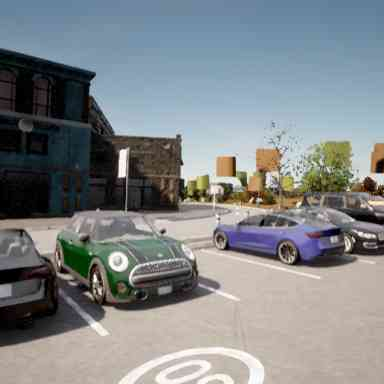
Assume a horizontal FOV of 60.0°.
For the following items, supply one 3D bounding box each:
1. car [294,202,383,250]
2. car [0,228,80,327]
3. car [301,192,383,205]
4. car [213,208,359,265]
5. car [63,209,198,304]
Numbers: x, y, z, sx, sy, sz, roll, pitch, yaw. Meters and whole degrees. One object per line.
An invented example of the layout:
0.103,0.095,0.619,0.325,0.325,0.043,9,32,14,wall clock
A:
5.004,1.345,13.022,2.231,1.521,4.892,-1,1,-35,car
-4.086,1.450,6.567,2.163,1.488,4.792,0,0,-36,car
7.291,1.047,14.611,2.435,2.045,5.566,-1,1,-35,car
2.728,1.409,11.428,2.163,1.488,4.792,-1,0,-35,car
-1.818,1.290,8.187,2.185,1.767,4.553,0,0,-36,car
